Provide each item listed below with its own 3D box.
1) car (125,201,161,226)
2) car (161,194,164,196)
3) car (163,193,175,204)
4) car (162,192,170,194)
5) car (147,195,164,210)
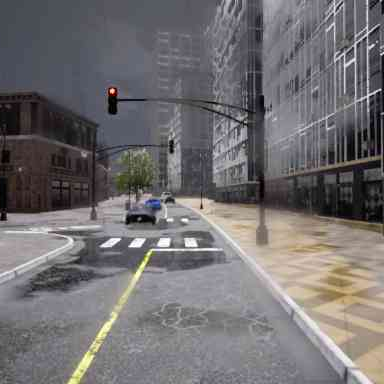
[{"bbox_3d":[-3.510,1.566,23.531,1.994,1.385,4.181,0,0,-3],"label":"car"},{"bbox_3d":[-6.228,1.558,56.499,1.994,1.385,4.181,0,0,-7],"label":"car"},{"bbox_3d":[-4.315,1.502,64.313,1.837,1.490,4.892,0,0,-8],"label":"car"},{"bbox_3d":[-5.788,1.049,74.652,2.150,2.045,5.566,0,0,-9],"label":"car"},{"bbox_3d":[-4.618,1.476,40.222,1.882,1.535,5.008,0,0,-5],"label":"car"}]
